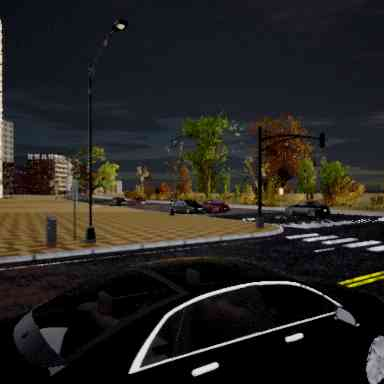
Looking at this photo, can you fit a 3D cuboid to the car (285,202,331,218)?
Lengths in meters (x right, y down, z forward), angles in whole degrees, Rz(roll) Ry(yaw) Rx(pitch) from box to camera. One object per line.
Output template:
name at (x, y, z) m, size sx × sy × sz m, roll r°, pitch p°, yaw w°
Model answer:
car at (10.628, 1.590, 30.788) m, size 1.994 × 1.385 × 4.181 m, roll 0°, pitch 0°, yaw -30°

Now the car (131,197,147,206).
car at (-9.290, 1.635, 57.572) m, size 1.812 × 1.442 × 4.674 m, roll 0°, pitch 0°, yaw -29°

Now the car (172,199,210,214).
car at (-0.445, 1.581, 36.295) m, size 1.837 × 1.490 × 4.892 m, roll 0°, pitch 0°, yaw -32°

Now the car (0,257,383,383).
car at (0.371, 1.504, 3.632) m, size 4.892 × 1.490 × 1.837 m, roll 0°, pitch 0°, yaw -35°

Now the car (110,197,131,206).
car at (-12.481, 1.630, 56.613) m, size 1.837 × 1.490 × 4.892 m, roll 0°, pitch -1°, yaw -29°

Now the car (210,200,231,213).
car at (2.519, 1.627, 37.681) m, size 1.994 × 1.385 × 4.181 m, roll 0°, pitch 0°, yaw -32°
